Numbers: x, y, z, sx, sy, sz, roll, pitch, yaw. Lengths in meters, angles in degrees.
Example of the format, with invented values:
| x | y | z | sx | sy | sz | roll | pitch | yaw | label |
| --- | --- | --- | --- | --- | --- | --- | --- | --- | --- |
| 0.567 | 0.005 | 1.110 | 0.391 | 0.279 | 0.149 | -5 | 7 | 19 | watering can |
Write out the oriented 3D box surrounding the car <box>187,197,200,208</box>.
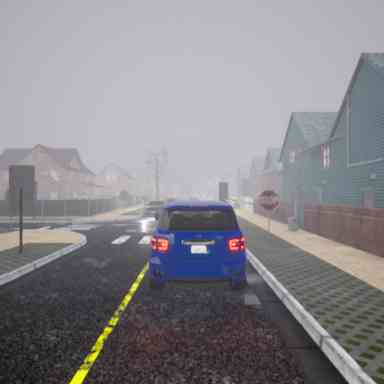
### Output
| x | y | z | sx | sy | sz | roll | pitch | yaw | label |
| --- | --- | --- | --- | --- | --- | --- | --- | --- | --- |
| 0.206 | 1.517 | 47.734 | 1.812 | 1.442 | 4.674 | 0 | 0 | 0 | car |

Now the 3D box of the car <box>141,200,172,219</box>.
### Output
| x | y | z | sx | sy | sz | roll | pitch | yaw | label |
| --- | --- | --- | --- | --- | --- | --- | --- | --- | --- |
| -3.107 | 1.497 | 29.808 | 1.837 | 1.490 | 4.892 | 0 | 0 | 5 | car |

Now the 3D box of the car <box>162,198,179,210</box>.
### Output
| x | y | z | sx | sy | sz | roll | pitch | yaw | label |
| --- | --- | --- | --- | --- | --- | --- | --- | --- | --- |
| -2.743 | 1.517 | 43.080 | 1.812 | 1.442 | 4.674 | 0 | 0 | 0 | car |

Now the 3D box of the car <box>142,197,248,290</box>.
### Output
| x | y | z | sx | sy | sz | roll | pitch | yaw | label |
| --- | --- | --- | --- | --- | --- | --- | --- | --- | --- |
| 0.109 | 1.218 | 9.212 | 2.150 | 2.045 | 5.566 | 0 | 0 | -1 | car |

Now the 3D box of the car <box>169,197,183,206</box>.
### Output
| x | y | z | sx | sy | sz | roll | pitch | yaw | label |
| --- | --- | --- | --- | --- | --- | --- | --- | --- | --- |
| -2.669 | 1.540 | 56.566 | 2.033 | 1.411 | 5.357 | 0 | 0 | 0 | car |
